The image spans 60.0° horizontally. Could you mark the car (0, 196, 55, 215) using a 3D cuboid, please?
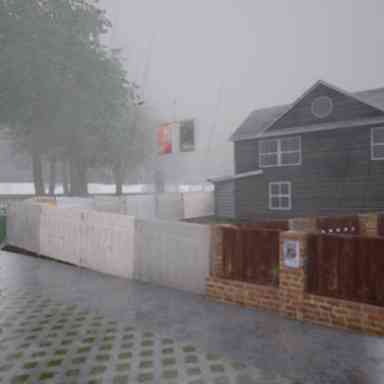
[{"bbox_3d":[-12.662,1.136,26.968,1.882,1.535,5.008,-1,0,36],"label":"car"}]

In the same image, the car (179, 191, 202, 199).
[{"bbox_3d":[0.501,0.615,45.379,2.097,1.767,4.553,-1,0,36],"label":"car"}]

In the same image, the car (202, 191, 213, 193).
[{"bbox_3d":[3.601,0.561,38.408,2.097,1.767,4.553,-1,0,36],"label":"car"}]
